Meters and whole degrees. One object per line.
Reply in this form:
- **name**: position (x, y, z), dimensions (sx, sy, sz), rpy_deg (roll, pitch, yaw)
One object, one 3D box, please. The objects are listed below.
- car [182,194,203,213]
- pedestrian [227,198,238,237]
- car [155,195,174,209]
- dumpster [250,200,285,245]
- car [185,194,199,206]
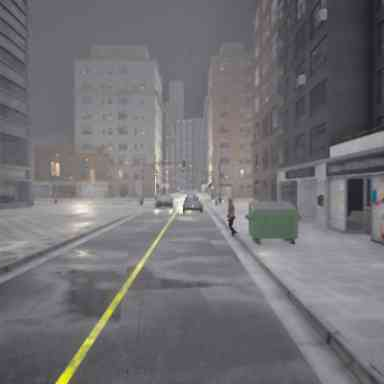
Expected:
- **car**: position (0.069, 1.209, 32.280), dimensions (1.994, 1.385, 4.181), rpy_deg (0, 1, 0)
- **pedestrian**: position (1.782, 1.120, 15.121), dimensions (0.375, 1.860, 0.375), rpy_deg (0, 1, -10)
- **car**: position (-3.061, 1.063, 37.916), dimensions (1.882, 1.535, 5.008), rpy_deg (0, 0, 0)
- **dumpster**: position (3.133, 1.234, 13.991), dimensions (1.020, 1.700, 1.940), rpy_deg (0, 1, 0)
- **car**: position (-0.095, 1.030, 45.652), dimensions (1.812, 1.442, 4.674), rpy_deg (0, 1, -2)
